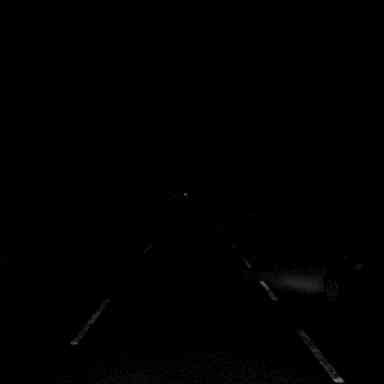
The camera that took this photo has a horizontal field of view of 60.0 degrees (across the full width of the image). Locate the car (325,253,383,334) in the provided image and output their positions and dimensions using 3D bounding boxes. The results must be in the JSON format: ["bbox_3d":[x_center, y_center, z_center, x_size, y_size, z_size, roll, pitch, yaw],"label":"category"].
[{"bbox_3d":[3.600,1.527,4.853,1.812,1.442,4.674,0,0,0],"label":"car"}]

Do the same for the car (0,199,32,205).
[{"bbox_3d":[-17.536,1.458,33.289,1.882,1.535,5.008,0,0,0],"label":"car"}]
